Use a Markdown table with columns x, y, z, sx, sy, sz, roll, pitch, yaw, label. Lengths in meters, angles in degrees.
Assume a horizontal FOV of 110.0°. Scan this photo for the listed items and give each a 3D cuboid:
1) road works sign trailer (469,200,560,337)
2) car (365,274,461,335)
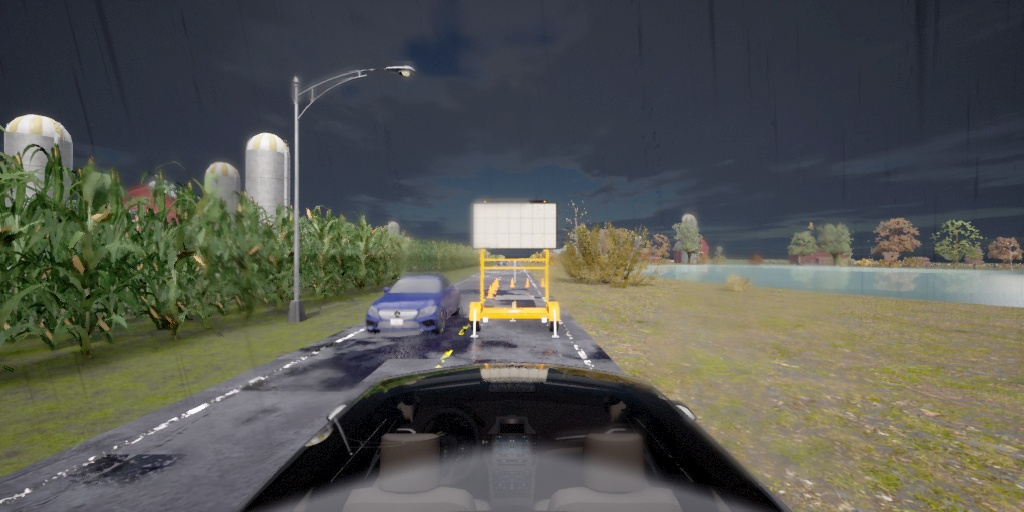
| x | y | z | sx | sy | sz | roll | pitch | yaw | label |
| --- | --- | --- | --- | --- | --- | --- | --- | --- | --- |
| 0.081 | 0.217 | 10.239 | 2.380 | 3.560 | 2.880 | 0 | 0 | 0 | road works sign trailer |
| -2.666 | 1.279 | 10.671 | 1.812 | 1.442 | 4.674 | 0 | 0 | 0 | car |
